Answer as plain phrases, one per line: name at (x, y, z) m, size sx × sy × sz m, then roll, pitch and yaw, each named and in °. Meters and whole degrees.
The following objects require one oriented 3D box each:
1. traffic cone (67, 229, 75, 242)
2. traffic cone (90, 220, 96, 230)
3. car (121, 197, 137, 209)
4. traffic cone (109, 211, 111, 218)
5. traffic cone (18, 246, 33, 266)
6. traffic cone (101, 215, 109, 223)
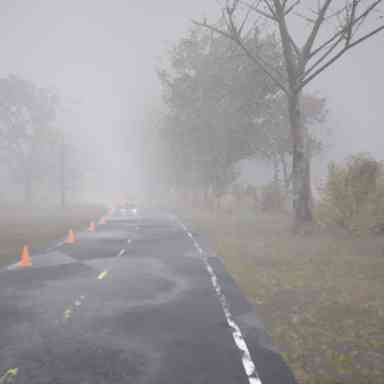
traffic cone at (-5.595, 2.012, 15.386) m, size 0.340 × 0.580 × 0.340 m, roll 0°, pitch 0°, yaw -5°
traffic cone at (-6.084, 2.027, 20.291) m, size 0.340 × 0.580 × 0.340 m, roll 0°, pitch 0°, yaw -6°
car at (-9.126, 1.508, 48.078) m, size 2.097 × 1.767 × 4.553 m, roll 0°, pitch 0°, yaw -15°
traffic cone at (-7.443, 2.058, 30.056) m, size 0.340 × 0.580 × 0.340 m, roll 0°, pitch 0°, yaw -9°
traffic cone at (-5.232, 1.998, 10.469) m, size 0.340 × 0.580 × 0.340 m, roll 0°, pitch 0°, yaw -3°
traffic cone at (-6.701, 2.043, 25.183) m, size 0.340 × 0.580 × 0.340 m, roll 0°, pitch 0°, yaw -8°
